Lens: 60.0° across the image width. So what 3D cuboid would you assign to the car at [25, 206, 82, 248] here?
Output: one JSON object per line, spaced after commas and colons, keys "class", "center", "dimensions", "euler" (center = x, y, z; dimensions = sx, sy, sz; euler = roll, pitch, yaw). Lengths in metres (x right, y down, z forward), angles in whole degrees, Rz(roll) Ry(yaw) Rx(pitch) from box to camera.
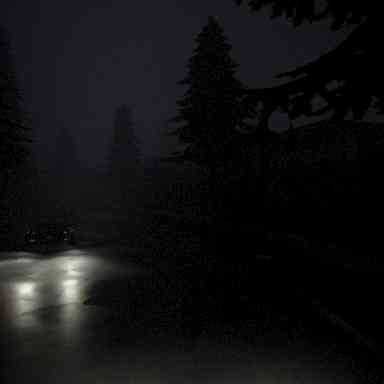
{"class": "car", "center": [-6.033, 1.424, 14.897], "dimensions": [1.882, 1.535, 5.008], "euler": [0, 0, -15]}
